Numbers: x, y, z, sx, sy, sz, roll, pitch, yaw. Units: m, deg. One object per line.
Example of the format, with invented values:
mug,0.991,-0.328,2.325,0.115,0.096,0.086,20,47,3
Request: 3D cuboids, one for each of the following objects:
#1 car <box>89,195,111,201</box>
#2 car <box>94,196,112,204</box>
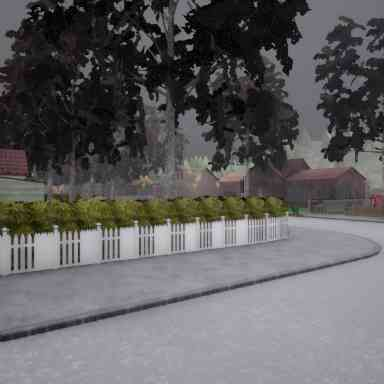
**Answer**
car,-15.416,1.353,54.781,2.097,1.767,4.553,0,0,-35
car,-17.268,1.564,64.447,1.994,1.385,4.181,0,0,-36
